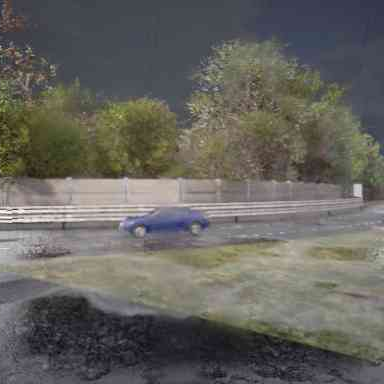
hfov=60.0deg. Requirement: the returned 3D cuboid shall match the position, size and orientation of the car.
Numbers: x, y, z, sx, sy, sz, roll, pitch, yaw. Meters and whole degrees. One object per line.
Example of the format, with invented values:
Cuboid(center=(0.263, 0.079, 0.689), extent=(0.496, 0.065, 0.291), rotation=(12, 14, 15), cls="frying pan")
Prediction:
Cuboid(center=(-1.352, 1.462, 16.995), extent=(4.674, 1.442, 1.812), rotation=(0, 0, -22), cls="car")
